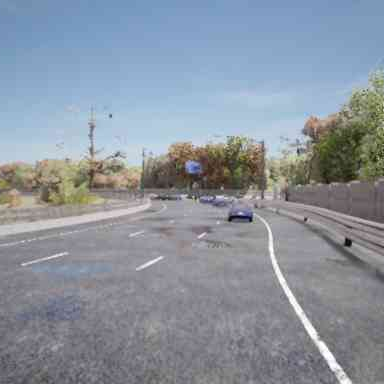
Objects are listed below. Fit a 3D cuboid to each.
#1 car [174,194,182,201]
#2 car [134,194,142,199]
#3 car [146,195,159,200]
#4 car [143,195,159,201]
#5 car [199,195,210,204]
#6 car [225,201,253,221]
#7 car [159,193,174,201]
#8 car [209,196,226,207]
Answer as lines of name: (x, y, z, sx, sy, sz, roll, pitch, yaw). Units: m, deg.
car: (-4.395, 1.402, 87.941, 2.097, 1.767, 4.553, 1, 0, -25)
car: (-14.556, 1.323, 92.908, 1.882, 1.535, 5.008, 1, 0, -29)
car: (-11.272, 1.447, 94.186, 1.895, 1.301, 4.718, 1, 0, -29)
car: (-10.661, 1.489, 84.785, 1.812, 1.442, 4.674, 1, 0, -25)
car: (2.764, 1.457, 64.966, 2.097, 1.767, 4.553, 1, 0, -11)
car: (4.045, 1.648, 28.006, 1.994, 1.385, 4.181, 1, 0, 7)
car: (-7.187, 1.238, 85.599, 2.150, 2.045, 5.566, 1, 0, -25)
car: (4.443, 1.647, 53.847, 1.812, 1.442, 4.674, 1, 0, -6)
